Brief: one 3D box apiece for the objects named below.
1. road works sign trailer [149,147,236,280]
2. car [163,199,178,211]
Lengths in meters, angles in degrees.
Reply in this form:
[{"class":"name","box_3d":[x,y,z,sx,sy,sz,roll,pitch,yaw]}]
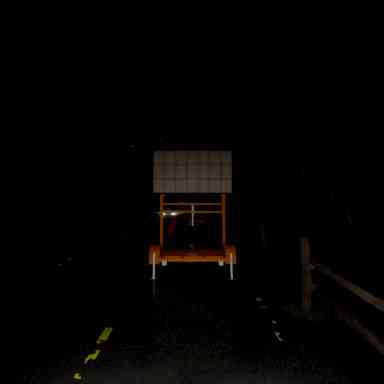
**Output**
[{"class":"road works sign trailer","box_3d":[0.021,0.463,9.901,2.380,3.560,2.880,0,0,0]},{"class":"car","box_3d":[-2.664,1.574,39.226,2.033,1.411,5.357,0,0,0]}]
